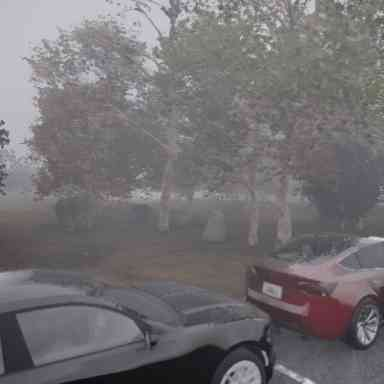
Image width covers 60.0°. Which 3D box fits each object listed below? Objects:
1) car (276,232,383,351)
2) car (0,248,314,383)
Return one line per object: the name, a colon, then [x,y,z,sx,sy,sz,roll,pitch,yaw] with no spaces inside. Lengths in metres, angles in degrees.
car: [3.167,1.515,6.313,4.792,1.488,2.163,0,0,-33]
car: [-1.394,1.481,3.053,5.008,1.535,2.097,-1,1,-33]
